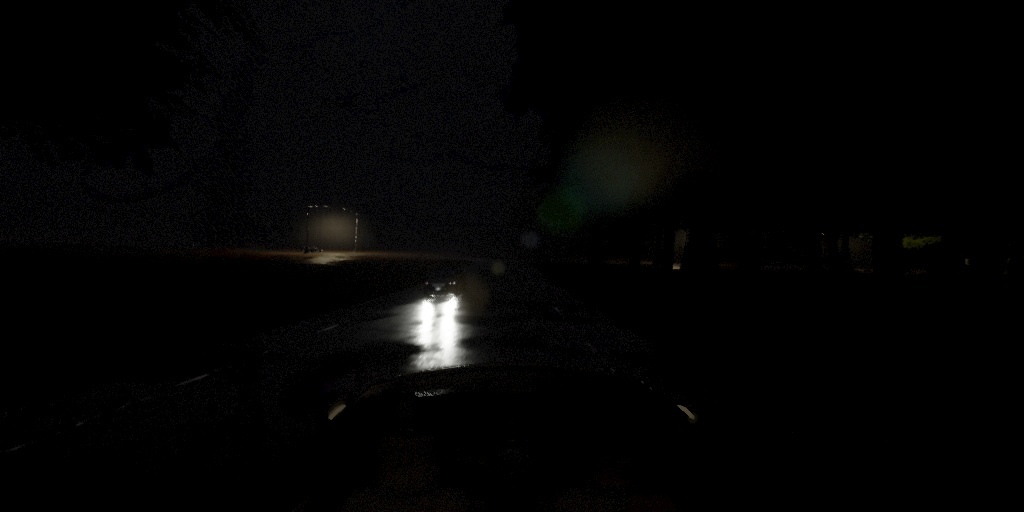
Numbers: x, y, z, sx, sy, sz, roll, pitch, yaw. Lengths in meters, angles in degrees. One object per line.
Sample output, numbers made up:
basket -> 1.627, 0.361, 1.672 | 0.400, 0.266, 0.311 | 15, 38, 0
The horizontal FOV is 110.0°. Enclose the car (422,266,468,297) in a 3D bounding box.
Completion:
car -> -3.616, 1.345, 20.005 | 2.128, 1.511, 4.902 | 0, 0, 0
